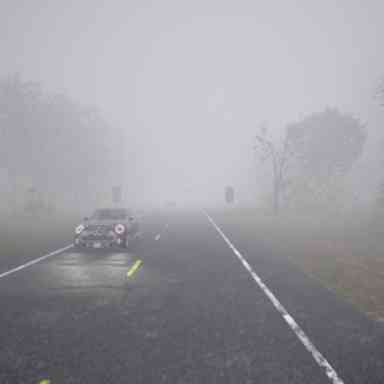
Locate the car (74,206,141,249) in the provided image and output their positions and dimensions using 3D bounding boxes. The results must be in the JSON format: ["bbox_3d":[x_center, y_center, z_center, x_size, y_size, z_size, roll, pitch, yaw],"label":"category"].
[{"bbox_3d":[-3.632,1.454,14.958,2.097,1.767,4.553,0,0,0],"label":"car"}]

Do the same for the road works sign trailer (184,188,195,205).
[{"bbox_3d":[-0.515,0.936,69.243,2.380,3.560,2.880,0,-1,1],"label":"road works sign trailer"}]

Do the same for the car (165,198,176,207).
[{"bbox_3d":[-3.941,1.899,61.375,1.882,1.535,5.008,0,0,0],"label":"car"}]
